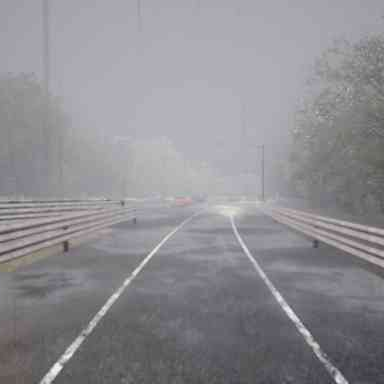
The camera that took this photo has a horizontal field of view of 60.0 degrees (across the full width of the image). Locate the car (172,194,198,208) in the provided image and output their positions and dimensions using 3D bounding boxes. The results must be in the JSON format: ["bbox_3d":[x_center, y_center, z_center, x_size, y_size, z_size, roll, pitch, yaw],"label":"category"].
[{"bbox_3d":[-1.249,1.414,50.389,2.097,1.767,4.553,1,0,19],"label":"car"}]

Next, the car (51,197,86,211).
[{"bbox_3d":[-10.990,1.316,33.018,2.033,1.411,5.357,0,-1,19],"label":"car"}]

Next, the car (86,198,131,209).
[{"bbox_3d":[-7.683,1.380,31.872,1.895,1.301,4.718,0,-1,19],"label":"car"}]

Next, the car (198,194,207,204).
[{"bbox_3d":[1.317,1.477,68.719,2.150,2.045,5.566,0,-1,19],"label":"car"}]

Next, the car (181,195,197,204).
[{"bbox_3d":[-0.715,1.653,73.584,2.097,1.767,4.553,0,-1,19],"label":"car"}]

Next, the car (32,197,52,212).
[{"bbox_3d":[-14.276,1.252,34.236,2.128,1.511,4.902,0,-1,19],"label":"car"}]

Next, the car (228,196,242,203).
[{"bbox_3d":[10.638,1.866,85.091,2.097,1.767,4.553,0,-1,19],"label":"car"}]
